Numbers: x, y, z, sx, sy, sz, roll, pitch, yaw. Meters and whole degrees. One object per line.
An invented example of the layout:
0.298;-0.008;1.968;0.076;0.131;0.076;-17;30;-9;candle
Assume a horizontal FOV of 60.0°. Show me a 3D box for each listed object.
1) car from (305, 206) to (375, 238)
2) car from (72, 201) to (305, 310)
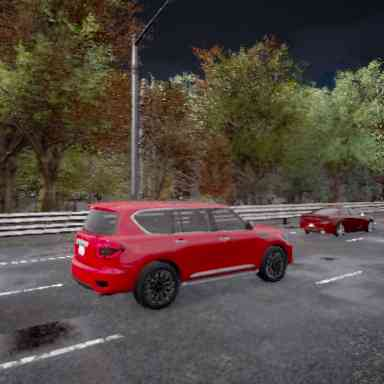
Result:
7.965;1.509;18.030;5.008;1.535;1.882;0;0;-36;car
0.027;1.231;8.065;5.566;2.045;2.150;0;0;-36;car
